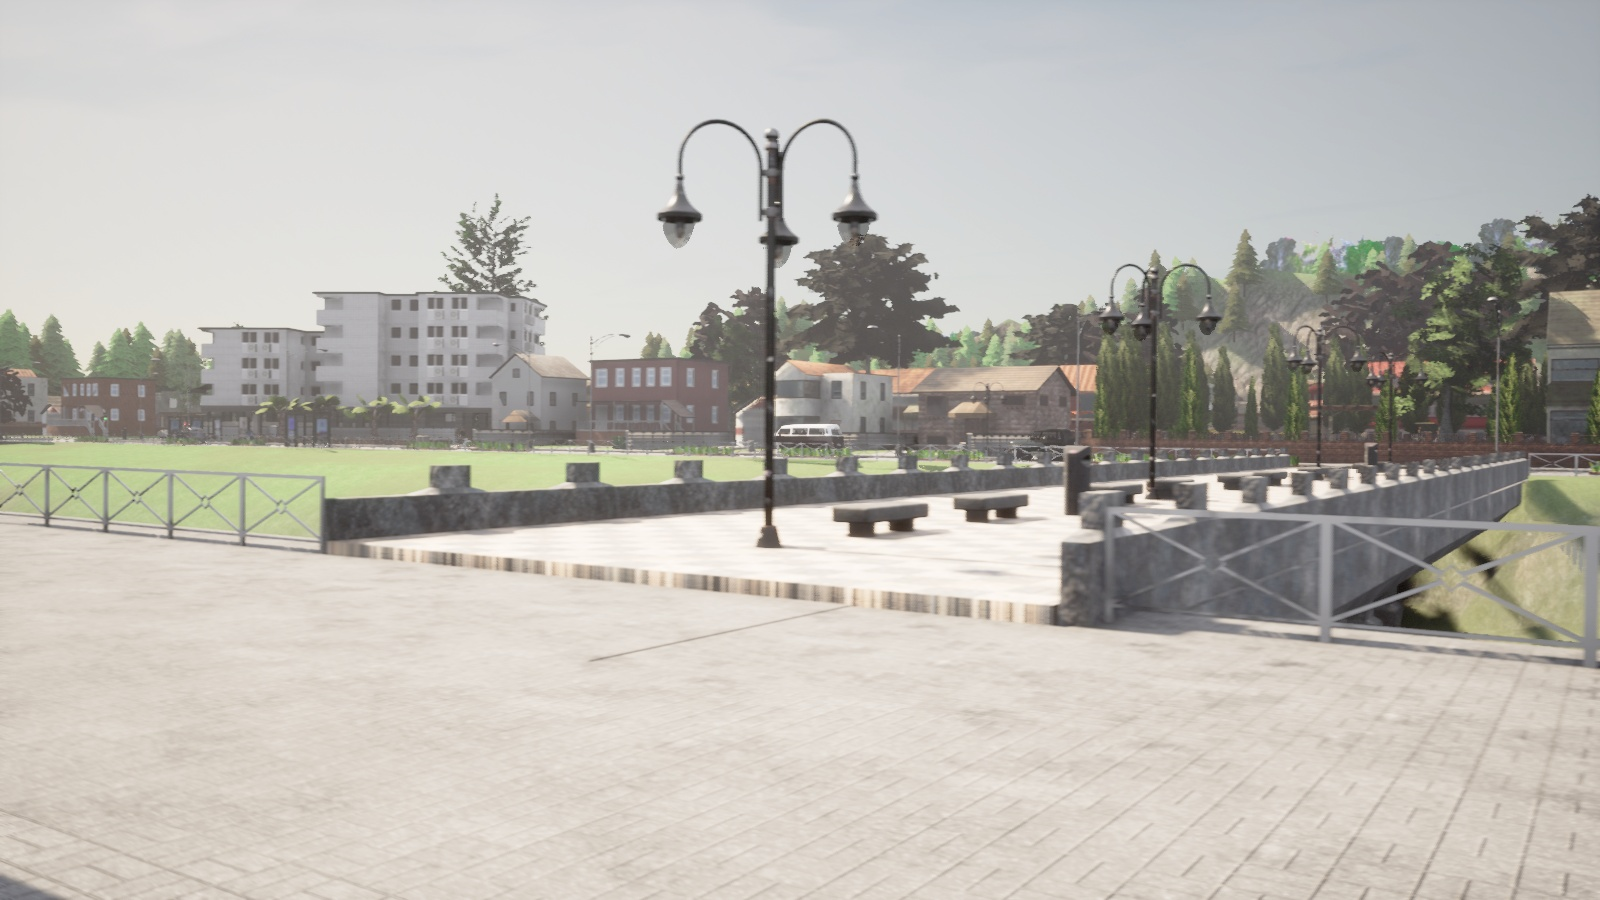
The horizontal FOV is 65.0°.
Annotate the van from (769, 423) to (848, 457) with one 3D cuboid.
[{"bbox_3d":[0.543,-0.600,77.886,4.480,2.038,2.069,0,1,34],"label":"van"}]

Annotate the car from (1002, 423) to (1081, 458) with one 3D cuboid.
[{"bbox_3d":[13.337,-0.532,69.391,3.866,1.878,1.905,0,1,34],"label":"car"}]
